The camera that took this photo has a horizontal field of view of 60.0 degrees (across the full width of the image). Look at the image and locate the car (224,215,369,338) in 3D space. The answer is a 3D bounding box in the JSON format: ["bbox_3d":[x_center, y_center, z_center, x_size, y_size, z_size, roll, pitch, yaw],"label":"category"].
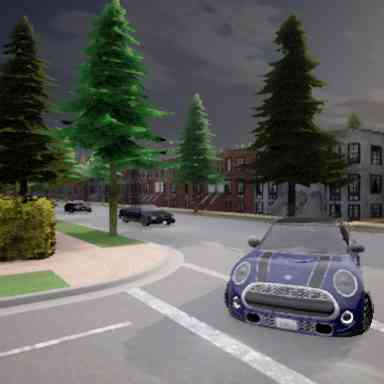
[{"bbox_3d":[2.374,1.353,6.930,2.097,1.767,4.553,-1,0,26],"label":"car"}]

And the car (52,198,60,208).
[{"bbox_3d":[-19.738,1.510,45.965,1.812,1.442,4.674,0,0,-35],"label":"car"}]

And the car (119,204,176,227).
[{"bbox_3d":[-3.238,1.533,22.958,2.033,1.411,5.357,0,0,-36],"label":"car"}]

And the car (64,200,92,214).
[{"bbox_3d":[-12.217,1.550,35.439,1.994,1.385,4.181,0,0,-36],"label":"car"}]
